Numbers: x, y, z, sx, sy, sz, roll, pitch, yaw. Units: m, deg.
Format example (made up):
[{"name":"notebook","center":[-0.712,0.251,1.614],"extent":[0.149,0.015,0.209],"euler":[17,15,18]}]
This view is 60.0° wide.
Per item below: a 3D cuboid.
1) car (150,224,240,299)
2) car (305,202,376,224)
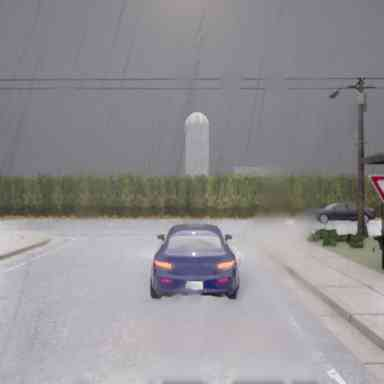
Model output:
[{"name":"car","center":[0.068,1.520,8.307],"extent":[1.812,1.442,4.674],"euler":[0,0,0]},{"name":"car","center":[10.844,1.515,24.483],"extent":[4.892,1.490,1.837],"euler":[0,0,1]}]
